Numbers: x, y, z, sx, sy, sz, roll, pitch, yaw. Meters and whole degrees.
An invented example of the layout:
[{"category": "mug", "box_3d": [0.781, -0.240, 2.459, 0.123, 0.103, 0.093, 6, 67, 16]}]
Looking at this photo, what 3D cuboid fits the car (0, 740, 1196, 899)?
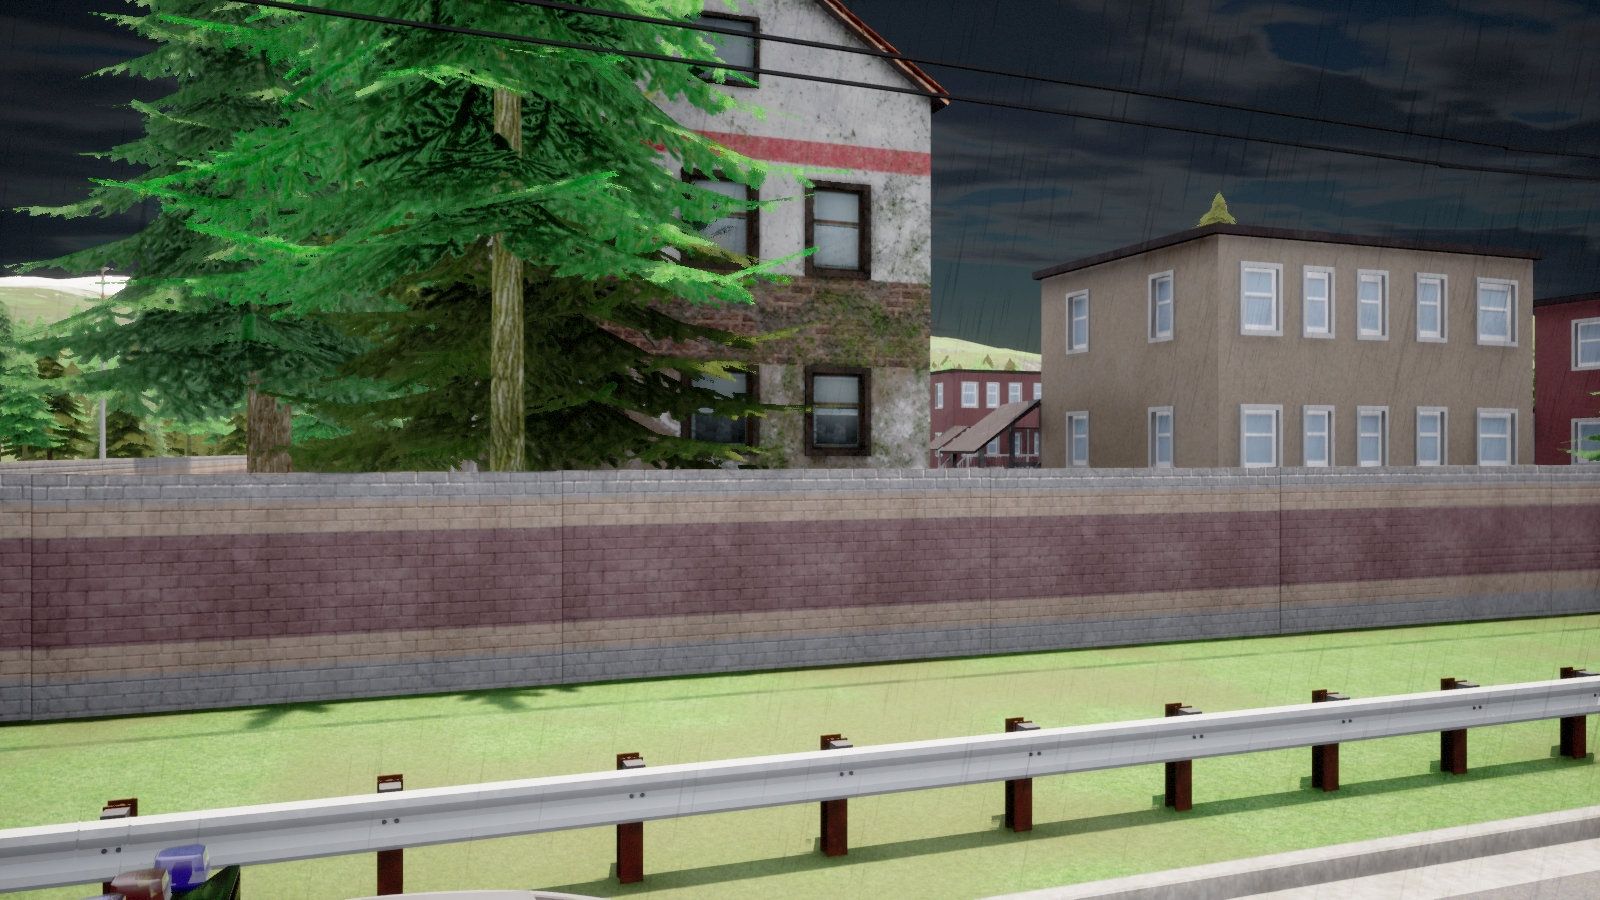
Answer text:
[{"category": "car", "box_3d": [-1.671, 1.982, 2.695, 5.238, 1.638, 2.097, 0, 0, -20]}]
